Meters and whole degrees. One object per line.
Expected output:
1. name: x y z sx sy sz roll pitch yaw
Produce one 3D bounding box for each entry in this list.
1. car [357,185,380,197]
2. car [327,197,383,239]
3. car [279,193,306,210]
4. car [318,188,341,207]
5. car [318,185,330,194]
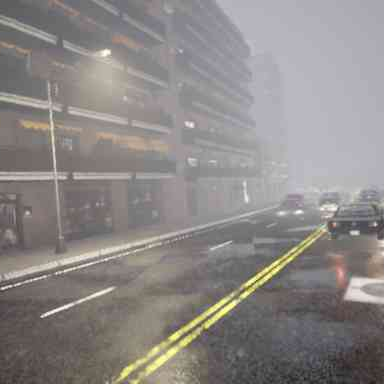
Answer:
1. car: 16.935 0.418 31.922 2.033 1.411 5.357 -4 0 28
2. car: 7.044 1.136 14.078 1.895 1.301 4.718 -4 0 30
3. car: 10.175 0.870 33.493 1.882 1.535 5.008 -5 -1 28
4. car: 14.143 0.641 34.017 2.033 1.411 5.357 -5 0 28
5. car: 27.857 -0.534 70.168 2.128 1.511 4.902 -5 0 23
